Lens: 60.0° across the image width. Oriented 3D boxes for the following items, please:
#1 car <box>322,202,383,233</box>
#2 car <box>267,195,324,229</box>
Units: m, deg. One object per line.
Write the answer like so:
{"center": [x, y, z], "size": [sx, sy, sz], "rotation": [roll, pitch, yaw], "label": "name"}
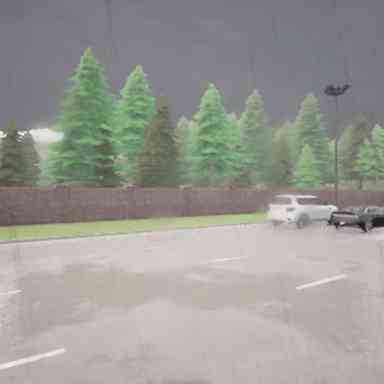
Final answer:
{"center": [10.210, 1.498, 19.620], "size": [4.902, 1.511, 2.128], "rotation": [0, 0, -35], "label": "car"}
{"center": [7.401, 1.228, 21.914], "size": [5.566, 2.045, 2.150], "rotation": [0, 0, -35], "label": "car"}
